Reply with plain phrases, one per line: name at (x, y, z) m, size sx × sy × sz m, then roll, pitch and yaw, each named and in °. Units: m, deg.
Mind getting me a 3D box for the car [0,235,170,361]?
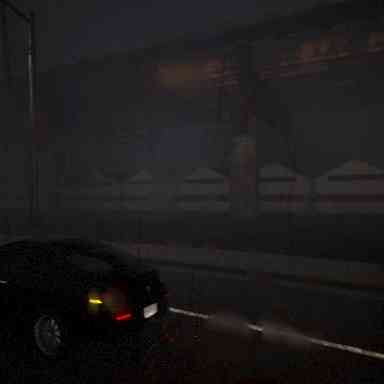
car at (-2.589, 1.502, 5.767) m, size 4.674 × 1.442 × 1.812 m, roll 0°, pitch 0°, yaw 29°
